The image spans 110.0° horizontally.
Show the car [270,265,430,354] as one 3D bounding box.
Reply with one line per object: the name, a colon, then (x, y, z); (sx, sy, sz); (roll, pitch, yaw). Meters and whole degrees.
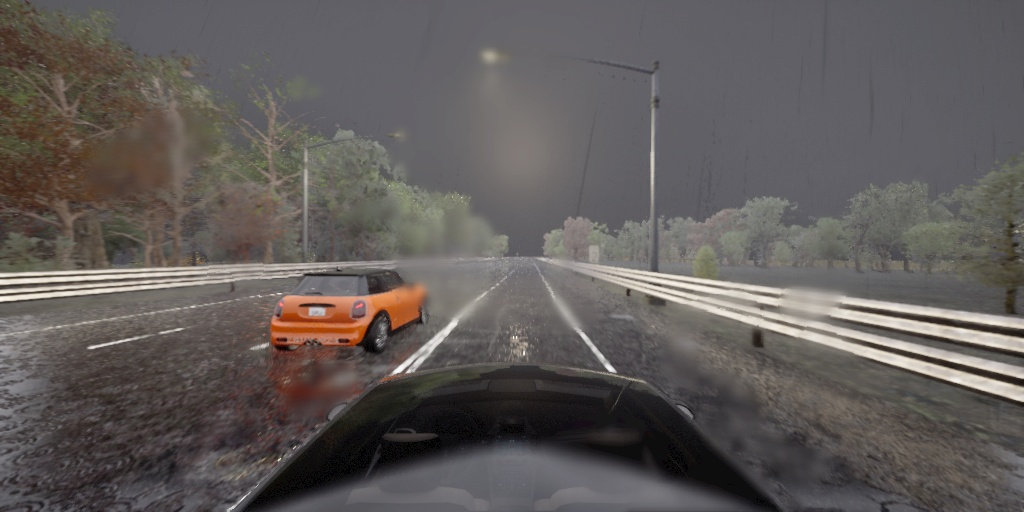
car: (-3.582, 1.079, 8.904); (2.097, 1.767, 4.553); (0, 0, 3)
